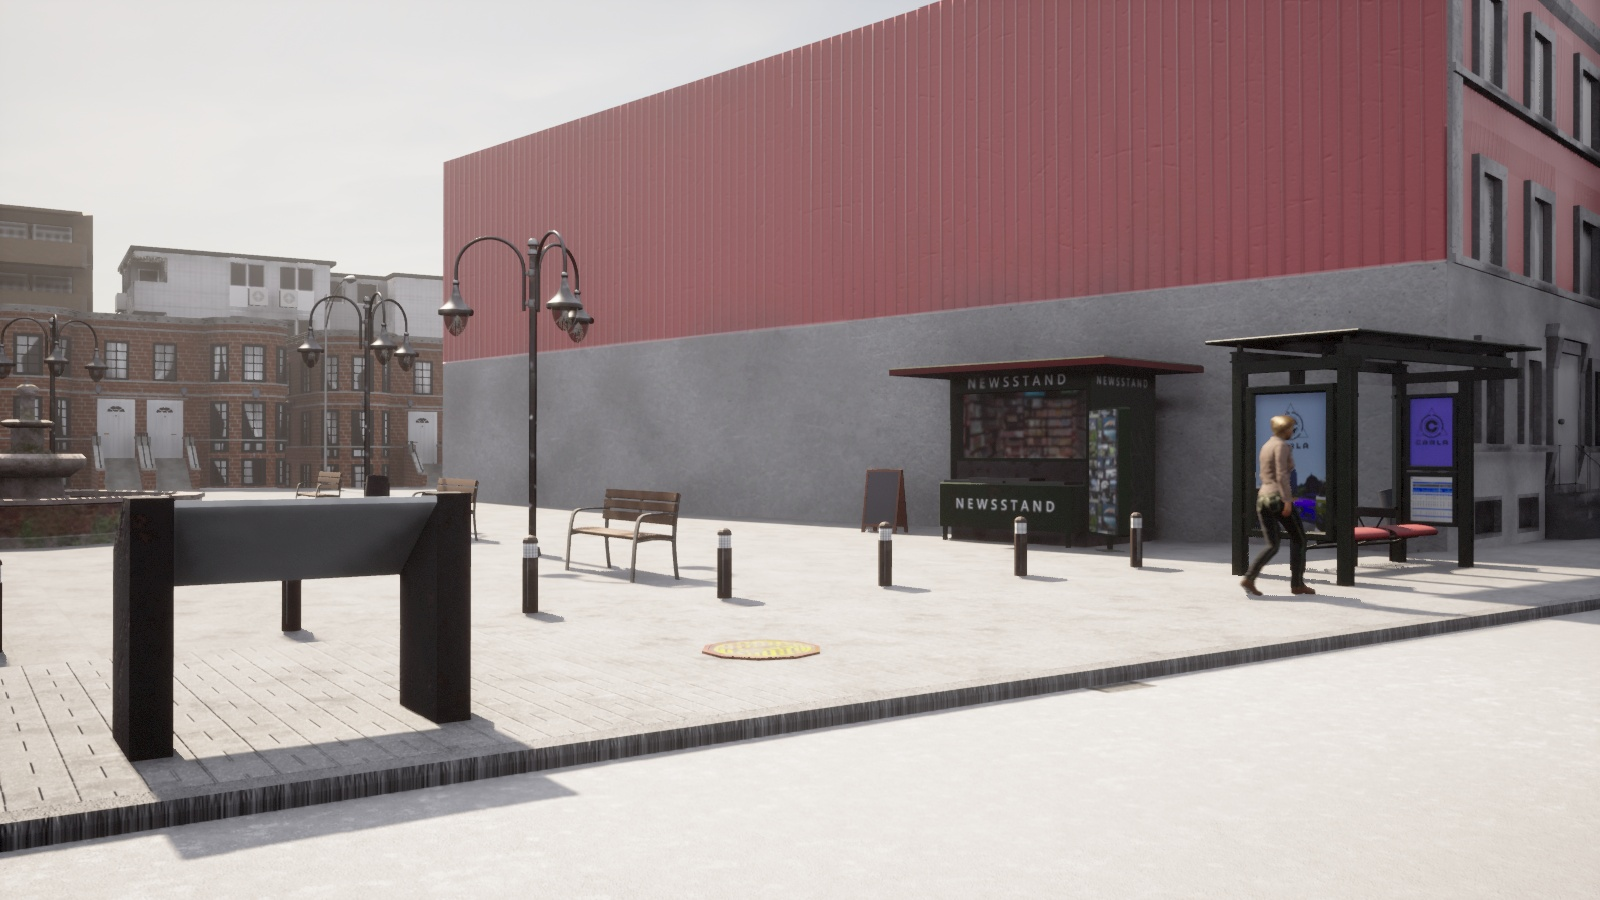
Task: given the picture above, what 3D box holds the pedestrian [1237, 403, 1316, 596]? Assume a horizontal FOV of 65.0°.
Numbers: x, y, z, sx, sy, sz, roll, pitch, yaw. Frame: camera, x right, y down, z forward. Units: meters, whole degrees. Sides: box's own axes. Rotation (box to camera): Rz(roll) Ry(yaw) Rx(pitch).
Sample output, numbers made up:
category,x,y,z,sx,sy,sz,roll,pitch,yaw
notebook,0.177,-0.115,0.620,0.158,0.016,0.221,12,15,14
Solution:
category,x,y,z,sx,sy,sz,roll,pitch,yaw
pedestrian,4.635,0.475,12.218,0.634,1.846,0.331,0,0,-13
